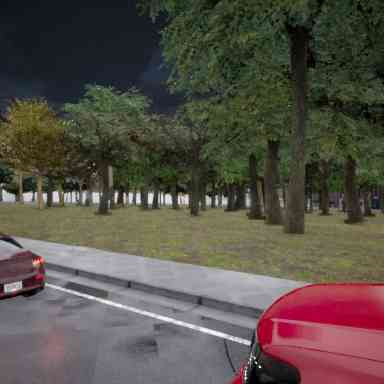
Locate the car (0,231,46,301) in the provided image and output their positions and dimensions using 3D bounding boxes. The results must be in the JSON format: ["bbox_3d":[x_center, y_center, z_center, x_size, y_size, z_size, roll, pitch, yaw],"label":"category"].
[{"bbox_3d":[-5.051,1.524,7.273,4.674,1.442,1.812,0,0,36],"label":"car"}]

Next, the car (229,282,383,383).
[{"bbox_3d":[2.906,1.222,1.613,5.566,2.045,2.150,0,0,35],"label":"car"}]
